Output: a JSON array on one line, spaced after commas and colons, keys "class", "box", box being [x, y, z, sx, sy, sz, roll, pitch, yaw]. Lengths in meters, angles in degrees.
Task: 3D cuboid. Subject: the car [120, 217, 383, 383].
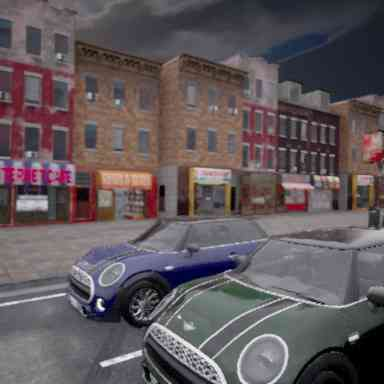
[{"class": "car", "box": [1.657, 1.328, 4.341, 4.553, 1.767, 2.097, 0, 0, -34]}]

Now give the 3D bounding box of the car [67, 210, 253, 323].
[{"class": "car", "box": [-0.176, 1.306, 7.023, 4.553, 1.767, 2.097, 0, 0, -34]}]
